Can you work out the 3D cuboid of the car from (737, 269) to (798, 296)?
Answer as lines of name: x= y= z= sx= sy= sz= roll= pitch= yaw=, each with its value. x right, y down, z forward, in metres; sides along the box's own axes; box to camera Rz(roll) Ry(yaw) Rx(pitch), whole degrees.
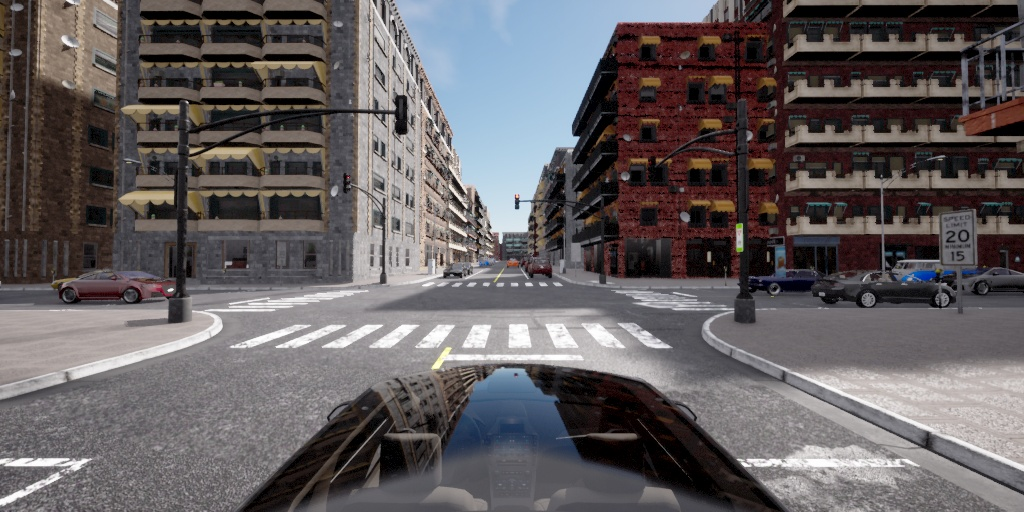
car: x=14.574 y=1.347 z=18.801 sx=4.718 sy=1.301 sz=1.895 roll=0 pitch=-1 yaw=-2

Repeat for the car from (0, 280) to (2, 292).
car: x=-26.678 y=1.027 z=16.012 sx=5.566 sy=2.045 sz=2.150 roll=0 pitch=-1 yaw=0

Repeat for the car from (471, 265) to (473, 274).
car: x=-5.266 y=1.331 z=39.210 sx=1.948 sy=1.339 sz=4.313 roll=0 pitch=0 yaw=0

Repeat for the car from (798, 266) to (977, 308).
car: x=13.760 y=1.185 z=13.376 sx=4.403 sy=1.370 sz=2.007 roll=0 pitch=0 yaw=0

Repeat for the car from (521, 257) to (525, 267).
car: x=2.622 y=1.086 z=44.807 sx=2.192 sy=1.841 sz=5.009 roll=0 pitch=0 yaw=0

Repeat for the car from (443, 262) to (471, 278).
car: x=-5.274 y=1.328 z=33.649 sx=1.948 sy=1.339 sz=4.313 roll=0 pitch=0 yaw=0

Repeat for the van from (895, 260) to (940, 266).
van: x=24.928 y=1.115 z=21.214 sx=3.998 sy=1.789 sz=1.690 roll=0 pitch=0 yaw=0

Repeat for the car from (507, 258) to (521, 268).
car: x=0.177 y=1.176 z=63.717 sx=2.097 sy=1.767 sz=4.553 roll=0 pitch=0 yaw=0

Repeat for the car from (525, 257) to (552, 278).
car: x=2.608 y=1.077 z=33.684 sx=2.192 sy=1.841 sz=5.009 roll=0 pitch=0 yaw=0

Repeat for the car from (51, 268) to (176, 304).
car: x=-17.189 y=1.339 z=15.970 sx=4.181 sy=1.385 sz=1.994 roll=0 pitch=-1 yaw=0

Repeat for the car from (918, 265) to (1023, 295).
car: x=24.579 y=1.287 z=18.766 sx=4.181 sy=1.385 sz=1.994 roll=0 pitch=-1 yaw=0
